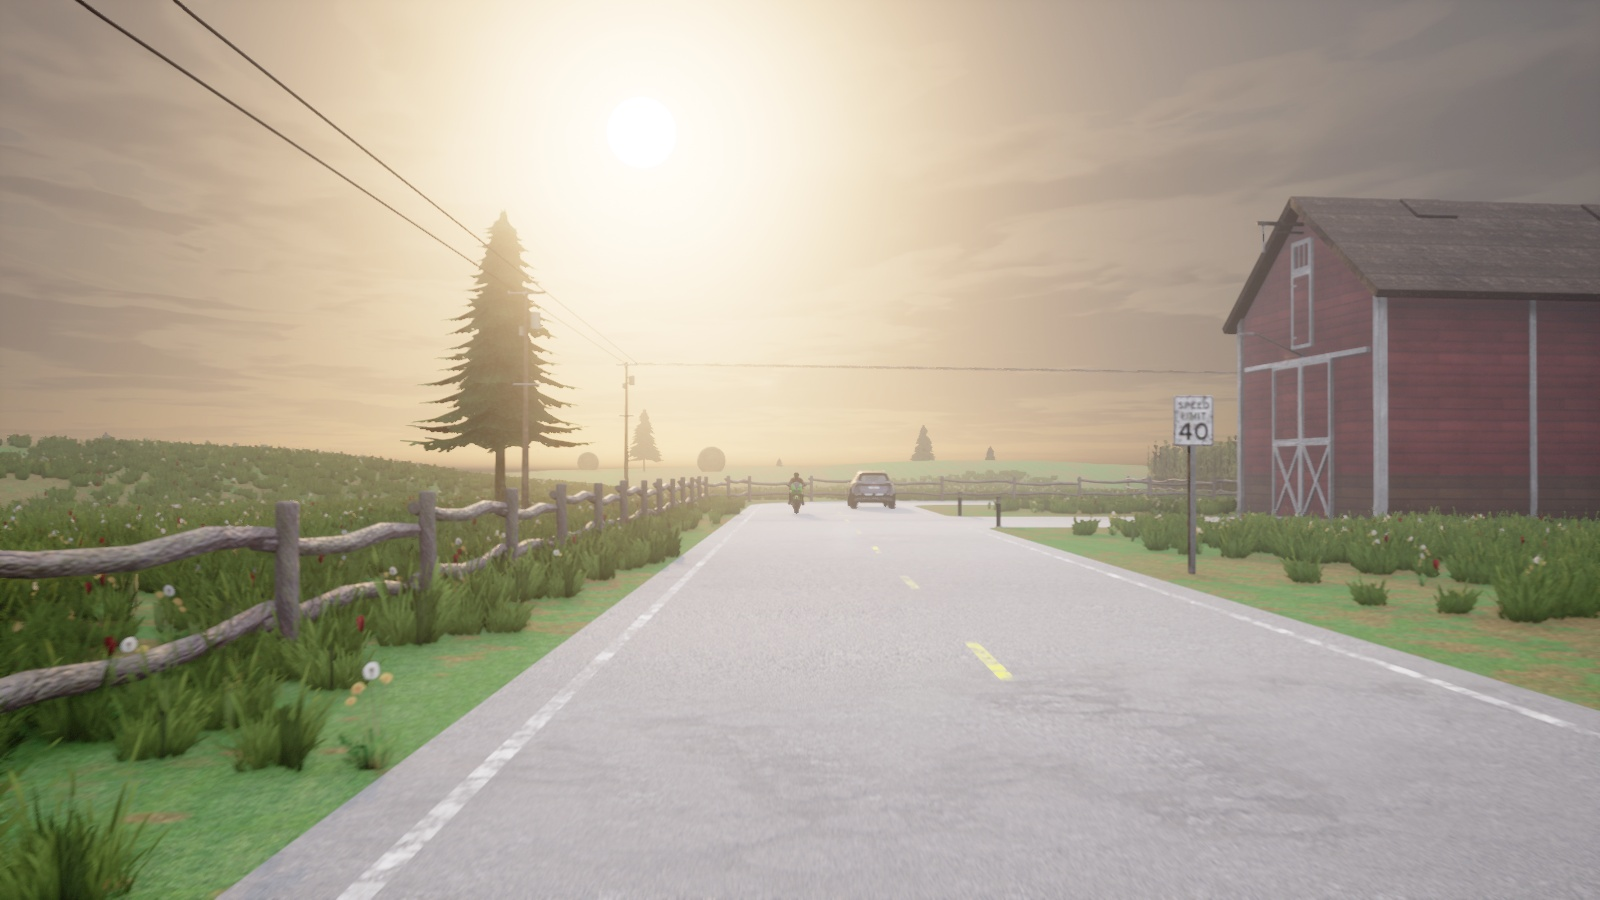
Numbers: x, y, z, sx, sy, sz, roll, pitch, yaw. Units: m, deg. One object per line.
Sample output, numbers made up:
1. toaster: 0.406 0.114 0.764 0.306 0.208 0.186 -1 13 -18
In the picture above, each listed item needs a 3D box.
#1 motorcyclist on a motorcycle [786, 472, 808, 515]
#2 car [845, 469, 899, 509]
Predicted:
1. motorcyclist on a motorcycle: -0.110 1.558 45.474 0.797 1.523 2.044 0 -1 0
2. car: 3.068 1.644 54.448 2.033 1.649 4.856 0 -1 0
